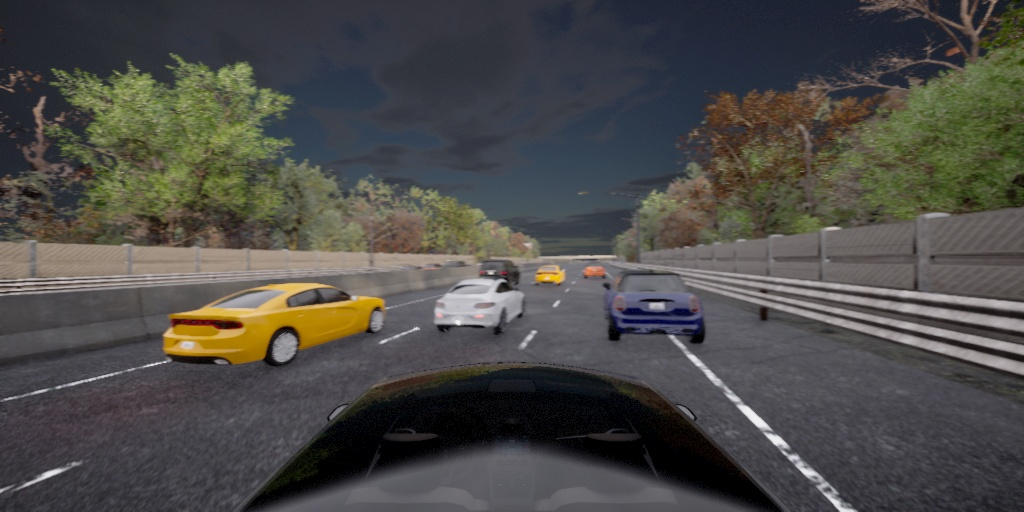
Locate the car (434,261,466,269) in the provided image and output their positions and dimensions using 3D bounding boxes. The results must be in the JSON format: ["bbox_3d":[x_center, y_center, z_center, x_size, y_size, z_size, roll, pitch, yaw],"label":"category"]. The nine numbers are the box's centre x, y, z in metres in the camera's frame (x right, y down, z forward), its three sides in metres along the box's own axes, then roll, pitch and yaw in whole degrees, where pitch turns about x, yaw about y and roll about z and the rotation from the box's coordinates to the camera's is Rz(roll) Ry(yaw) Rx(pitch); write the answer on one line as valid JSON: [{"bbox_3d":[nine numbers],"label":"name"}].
[{"bbox_3d":[-7.539,1.632,46.082,2.150,2.045,5.566,-1,-1,13],"label":"car"}]

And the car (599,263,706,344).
[{"bbox_3d":[3.665,1.145,10.002,2.097,1.767,4.553,-1,-1,13],"label":"car"}]

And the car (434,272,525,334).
[{"bbox_3d":[-0.826,1.401,11.088,1.812,1.442,4.674,-1,-1,13],"label":"car"}]

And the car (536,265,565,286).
[{"bbox_3d":[3.103,1.507,28.622,1.882,1.535,5.008,-1,-1,13],"label":"car"}]

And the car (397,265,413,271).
[{"bbox_3d":[-14.035,2.035,49.059,2.128,1.511,4.902,-1,-1,13],"label":"car"}]

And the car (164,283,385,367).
[{"bbox_3d":[-4.987,1.385,8.529,1.882,1.535,5.008,-1,-1,13],"label":"car"}]

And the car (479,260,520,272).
[{"bbox_3d":[-0.848,1.292,27.041,2.150,2.045,5.566,-1,-1,13],"label":"car"}]

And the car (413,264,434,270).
[{"bbox_3d":[-10.791,1.827,47.550,2.097,1.767,4.553,-1,-1,13],"label":"car"}]

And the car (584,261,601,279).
[{"bbox_3d":[8.612,1.405,37.369,2.097,1.767,4.553,-1,-1,13],"label":"car"}]
